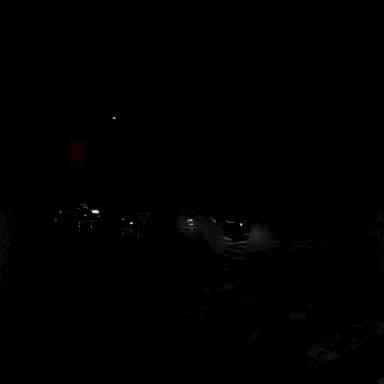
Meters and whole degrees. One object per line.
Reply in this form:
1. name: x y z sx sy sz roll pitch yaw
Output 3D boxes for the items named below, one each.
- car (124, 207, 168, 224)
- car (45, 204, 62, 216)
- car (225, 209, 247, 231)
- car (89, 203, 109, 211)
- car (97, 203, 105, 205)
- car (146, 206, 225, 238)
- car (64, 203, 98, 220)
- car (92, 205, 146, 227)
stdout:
1. car: -4.257 2.074 30.227 1.895 1.301 4.718 0 -1 -36
2. car: -17.768 2.326 43.310 2.128 1.511 4.902 0 -1 -36
3. car: 1.571 1.793 22.235 1.837 1.490 4.892 0 -1 -36
4. car: -16.224 2.623 58.011 1.895 1.301 4.718 0 -1 -36
5. car: -10.475 2.222 38.768 2.033 1.411 5.357 0 -1 -36
6. car: -0.532 1.631 19.600 2.097 1.767 4.553 0 -1 -36
7. car: -11.942 2.208 35.269 1.994 1.385 4.181 0 -1 -36
8. car: -6.108 2.003 27.256 2.033 1.411 5.357 0 -1 -35
